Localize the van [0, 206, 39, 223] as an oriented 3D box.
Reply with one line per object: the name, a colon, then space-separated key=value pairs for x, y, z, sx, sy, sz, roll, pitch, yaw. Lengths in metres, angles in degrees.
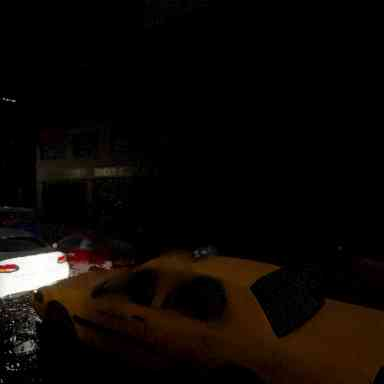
van: x=-7.161 y=1.406 z=12.033 sx=3.998 sy=1.788 sz=1.690 roll=0 pitch=0 yaw=36

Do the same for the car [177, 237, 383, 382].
car: x=1.974 y=1.632 z=5.347 sx=4.206 sy=1.307 sz=1.802 roll=0 pitch=0 yaw=36

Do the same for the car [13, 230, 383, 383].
car: x=-0.118 y=1.491 z=4.455 sx=5.366 sy=1.575 sz=1.801 roll=0 pitch=-1 yaw=36

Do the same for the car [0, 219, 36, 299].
car: x=-4.807 y=1.569 z=7.887 sx=4.674 sy=1.442 sz=1.812 roll=0 pitch=-1 yaw=36

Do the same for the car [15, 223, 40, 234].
car: x=-2.594 y=1.640 z=8.689 sx=4.206 sy=1.307 sz=1.802 roll=0 pitch=0 yaw=36
